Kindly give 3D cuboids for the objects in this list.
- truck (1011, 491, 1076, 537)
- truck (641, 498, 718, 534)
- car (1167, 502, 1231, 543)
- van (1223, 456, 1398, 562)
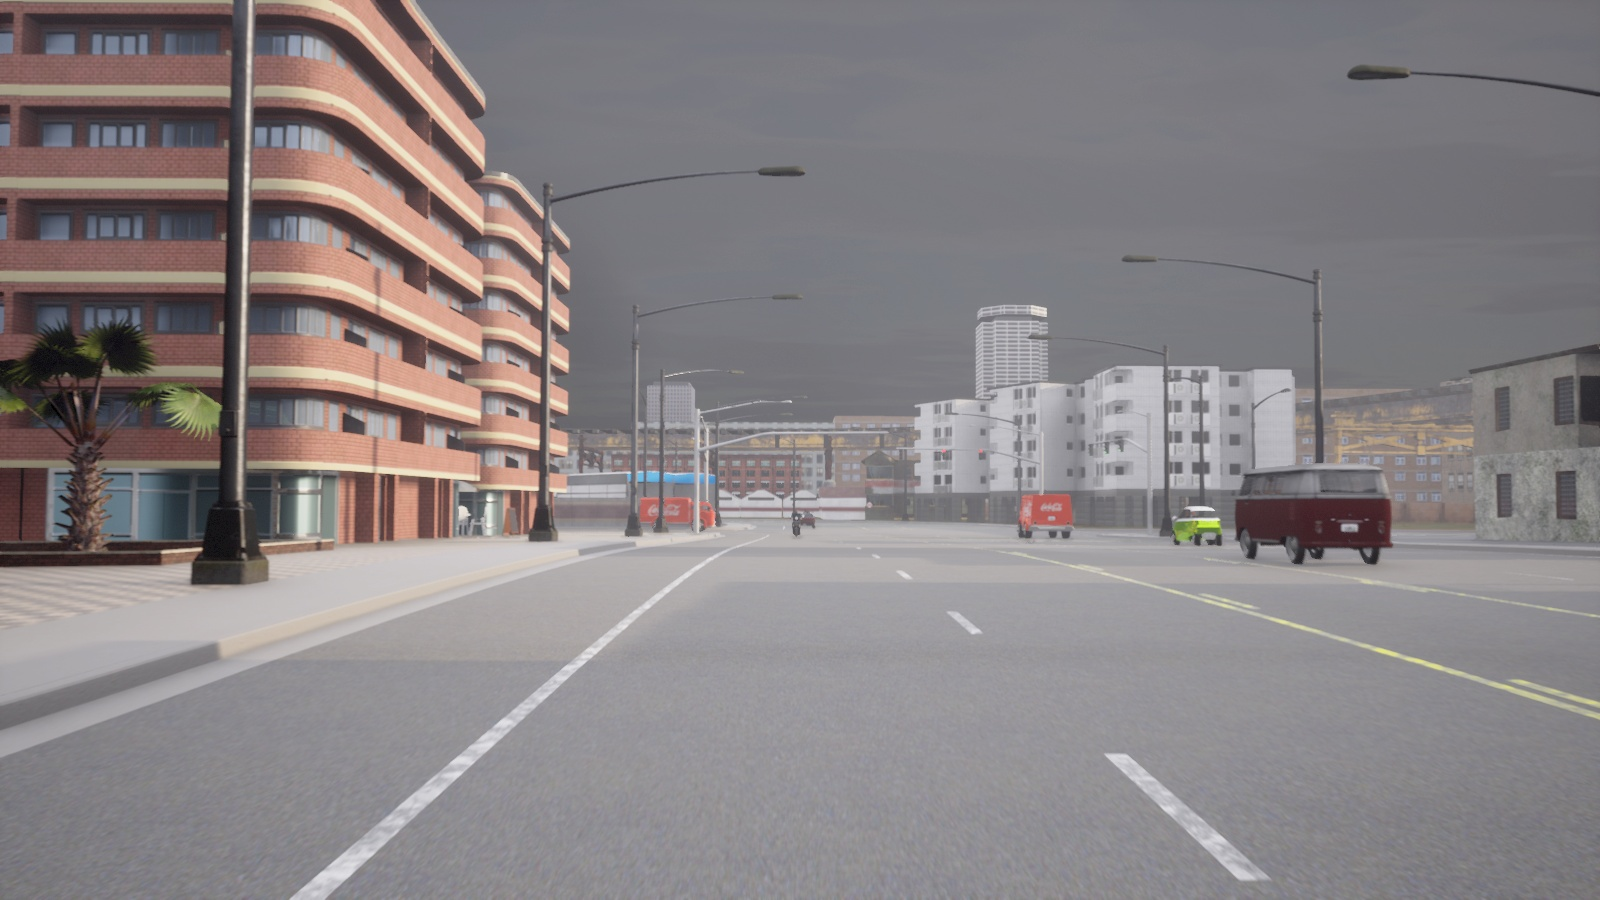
[{"bbox_3d":[13.843,3.664,71.653,2.627,2.467,5.204,0,-3,-1],"label":"truck"},{"bbox_3d":[-8.489,4.647,88.919,5.204,2.467,2.627,0,-3,-1],"label":"truck"},{"bbox_3d":[13.900,2.521,43.828,1.481,1.376,2.207,0,-3,0],"label":"car"},{"bbox_3d":[10.437,1.220,26.047,1.775,1.987,4.442,0,-3,0],"label":"van"}]
